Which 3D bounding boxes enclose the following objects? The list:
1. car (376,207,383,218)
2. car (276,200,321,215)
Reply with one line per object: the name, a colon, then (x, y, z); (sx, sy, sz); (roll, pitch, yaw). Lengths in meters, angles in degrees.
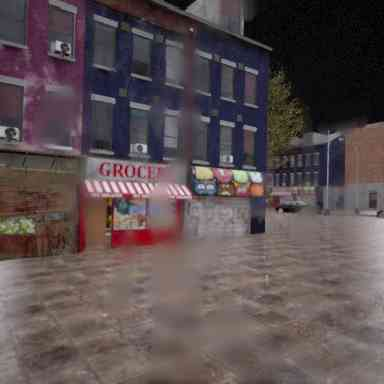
car: (17.033, 1.590, 26.366); (1.994, 1.385, 4.181); (2, -2, -35)
car: (11.086, 1.580, 34.857); (1.882, 1.535, 5.008); (2, -2, -35)
